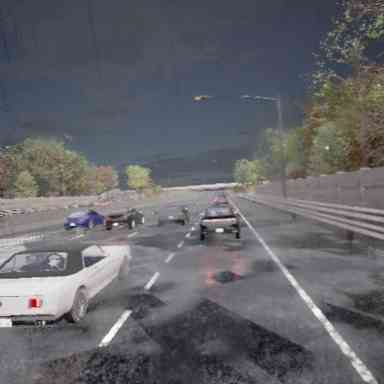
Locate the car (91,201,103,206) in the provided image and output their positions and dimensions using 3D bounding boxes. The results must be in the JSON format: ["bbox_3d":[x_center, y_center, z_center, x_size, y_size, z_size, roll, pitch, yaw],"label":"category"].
[{"bbox_3d":[-21.114,2.941,77.634,2.097,1.767,4.553,-4,0,5],"label":"car"}]

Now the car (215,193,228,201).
[{"bbox_3d":[4.737,1.402,53.319,1.994,1.385,4.181,-4,0,5],"label":"car"}]

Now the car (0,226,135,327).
[{"bbox_3d":[-2.844,1.804,7.537,1.895,1.301,4.718,-4,0,5],"label":"car"}]

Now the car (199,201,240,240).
[{"bbox_3d":[1.403,1.439,16.837,2.128,1.511,4.902,-4,0,5],"label":"car"}]

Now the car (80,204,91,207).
[{"bbox_3d":[-24.582,3.409,77.891,1.895,1.301,4.718,-4,0,5],"label":"car"}]

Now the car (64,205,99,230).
[{"bbox_3d":[-8.203,2.126,25.758,1.812,1.442,4.674,-4,0,5],"label":"car"}]

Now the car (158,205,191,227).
[{"bbox_3d":[-1.269,1.708,24.819,1.994,1.385,4.181,-4,0,5],"label":"car"}]

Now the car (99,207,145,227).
[{"bbox_3d":[-4.825,1.880,24.323,1.837,1.490,4.892,-4,0,5],"label":"car"}]

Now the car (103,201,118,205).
[{"bbox_3d":[-17.791,2.895,75.493,2.128,1.511,4.902,-4,0,5],"label":"car"}]

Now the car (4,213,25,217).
[{"bbox_3d":[-18.148,2.839,34.117,1.994,1.385,4.181,-4,0,5],"label":"car"}]

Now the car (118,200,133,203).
[{"bbox_3d":[-14.312,2.666,75.175,2.128,1.511,4.902,-4,0,5],"label":"car"}]
